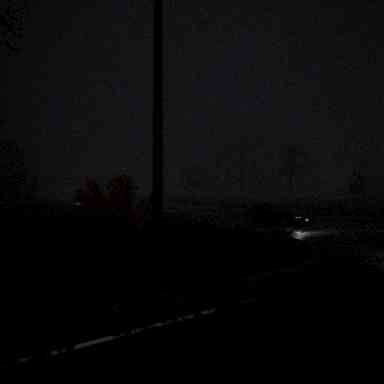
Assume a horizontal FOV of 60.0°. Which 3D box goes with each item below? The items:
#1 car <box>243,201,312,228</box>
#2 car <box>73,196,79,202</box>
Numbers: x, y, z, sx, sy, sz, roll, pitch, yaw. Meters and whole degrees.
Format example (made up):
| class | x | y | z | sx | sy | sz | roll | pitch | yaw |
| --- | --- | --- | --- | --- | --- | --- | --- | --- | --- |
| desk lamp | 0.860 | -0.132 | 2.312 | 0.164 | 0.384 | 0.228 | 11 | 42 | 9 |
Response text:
| class | x | y | z | sx | sy | sz | roll | pitch | yaw |
| --- | --- | --- | --- | --- | --- | --- | --- | --- | --- |
| car | 5.488 | 1.408 | 21.882 | 1.837 | 1.490 | 4.892 | -1 | 1 | -35 |
| car | -18.436 | 0.894 | 55.661 | 1.882 | 1.535 | 5.008 | -1 | 1 | -35 |
